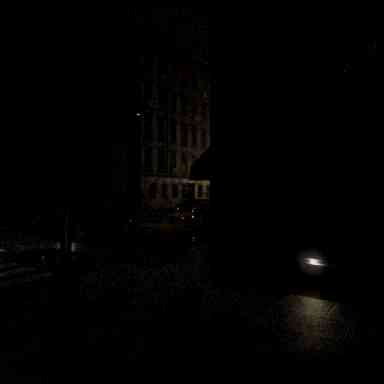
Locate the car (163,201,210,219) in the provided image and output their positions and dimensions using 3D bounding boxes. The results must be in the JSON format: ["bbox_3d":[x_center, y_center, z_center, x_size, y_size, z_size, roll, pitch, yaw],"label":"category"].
[{"bbox_3d":[-0.394,1.520,28.956,1.947,1.339,4.313,0,0,36],"label":"car"}]

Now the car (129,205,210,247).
[{"bbox_3d":[-0.371,1.529,15.180,1.752,1.417,4.829,0,0,36],"label":"car"}]

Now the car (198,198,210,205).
[{"bbox_3d":[2.833,1.314,19.662,2.192,1.841,5.009,0,0,36],"label":"car"}]

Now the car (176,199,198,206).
[{"bbox_3d":[0.613,1.320,25.992,2.097,1.767,4.553,0,0,35],"label":"car"}]

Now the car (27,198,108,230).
[{"bbox_3d":[-6.994,1.281,19.714,2.192,1.841,5.009,0,0,36],"label":"car"}]

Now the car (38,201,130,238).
[{"bbox_3d":[-5.222,1.457,17.823,1.882,1.535,5.008,0,0,34],"label":"car"}]
